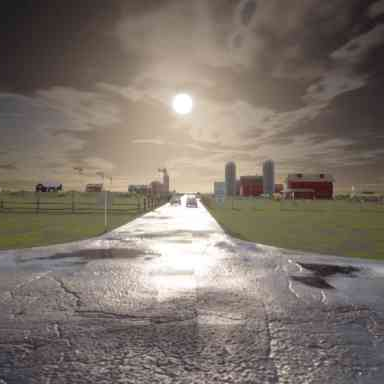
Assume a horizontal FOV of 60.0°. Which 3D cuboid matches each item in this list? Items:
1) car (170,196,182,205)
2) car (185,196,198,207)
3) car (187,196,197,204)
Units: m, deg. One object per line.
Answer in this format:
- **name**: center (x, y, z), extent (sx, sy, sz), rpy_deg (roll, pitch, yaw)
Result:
- **car**: center (-2.811, 1.534, 58.469), extent (1.837, 1.490, 4.892), rpy_deg (0, 0, 0)
- **car**: center (-0.053, 1.572, 53.053), extent (2.033, 1.411, 5.357), rpy_deg (0, 0, 0)
- **car**: center (-0.065, 1.509, 63.474), extent (1.882, 1.535, 5.008), rpy_deg (0, 0, 0)
